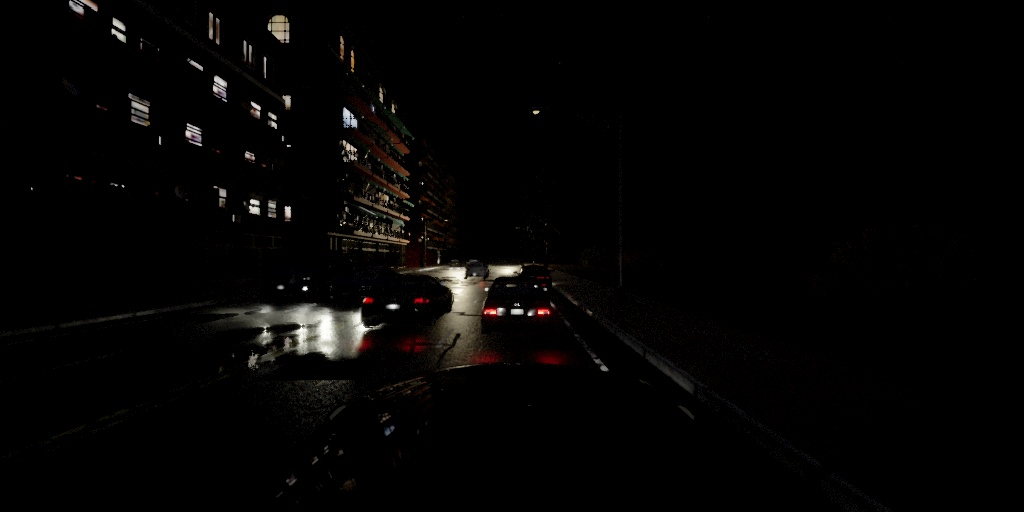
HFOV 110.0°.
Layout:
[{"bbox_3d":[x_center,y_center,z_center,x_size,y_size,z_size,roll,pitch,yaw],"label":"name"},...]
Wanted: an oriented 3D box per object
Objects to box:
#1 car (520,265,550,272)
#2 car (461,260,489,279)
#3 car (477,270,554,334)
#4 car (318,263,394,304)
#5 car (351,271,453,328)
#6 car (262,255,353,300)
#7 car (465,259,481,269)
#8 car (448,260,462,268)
[{"bbox_3d":[1.171,1.257,20.250,1.837,1.490,4.892,0,0,0],"label":"car"},{"bbox_3d":[-3.099,1.277,32.087,1.812,1.442,4.674,0,0,0],"label":"car"},{"bbox_3d":[0.118,1.299,10.561,2.033,1.411,5.357,0,0,0],"label":"car"},{"bbox_3d":[-6.573,1.229,16.578,1.882,1.535,5.008,0,0,0],"label":"car"},{"bbox_3d":[-3.134,1.315,11.445,1.994,1.385,4.181,0,0,0],"label":"car"},{"bbox_3d":[-9.821,0.973,17.992,2.150,2.045,5.566,0,0,0],"label":"car"},{"bbox_3d":[-6.471,1.297,59.649,2.033,1.411,5.357,0,0,0],"label":"car"},{"bbox_3d":[-9.709,1.314,61.403,1.994,1.385,4.181,0,0,0],"label":"car"}]
